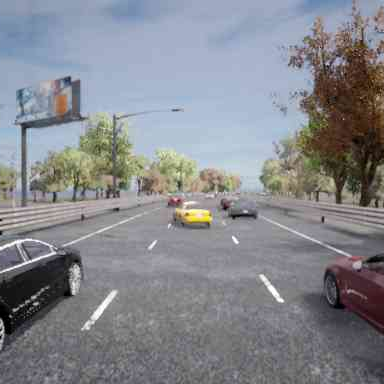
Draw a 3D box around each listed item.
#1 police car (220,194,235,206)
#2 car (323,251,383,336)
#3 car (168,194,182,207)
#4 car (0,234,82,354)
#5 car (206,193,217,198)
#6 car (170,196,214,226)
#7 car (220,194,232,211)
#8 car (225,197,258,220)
[{"bbox_3d":[5.112,1.135,48.361,1.930,1.638,5.238,0,0,4],"label":"police car"},{"bbox_3d":[3.523,1.493,4.775,1.812,1.442,4.674,0,0,0],"label":"car"},{"bbox_3d":[-1.993,1.081,45.461,2.097,1.767,4.553,0,0,4],"label":"car"},{"bbox_3d":[-3.386,1.453,5.552,2.128,1.511,4.902,0,0,1],"label":"car"},{"bbox_3d":[4.564,1.137,82.546,1.895,1.301,4.718,0,0,6],"label":"car"},{"bbox_3d":[-0.029,1.314,21.977,1.801,1.575,5.366,0,0,-11],"label":"car"},{"bbox_3d":[4.483,1.272,37.422,2.163,1.488,4.792,0,0,3],"label":"car"},{"bbox_3d":[4.010,1.394,26.524,1.994,1.385,4.181,0,0,2],"label":"car"}]
